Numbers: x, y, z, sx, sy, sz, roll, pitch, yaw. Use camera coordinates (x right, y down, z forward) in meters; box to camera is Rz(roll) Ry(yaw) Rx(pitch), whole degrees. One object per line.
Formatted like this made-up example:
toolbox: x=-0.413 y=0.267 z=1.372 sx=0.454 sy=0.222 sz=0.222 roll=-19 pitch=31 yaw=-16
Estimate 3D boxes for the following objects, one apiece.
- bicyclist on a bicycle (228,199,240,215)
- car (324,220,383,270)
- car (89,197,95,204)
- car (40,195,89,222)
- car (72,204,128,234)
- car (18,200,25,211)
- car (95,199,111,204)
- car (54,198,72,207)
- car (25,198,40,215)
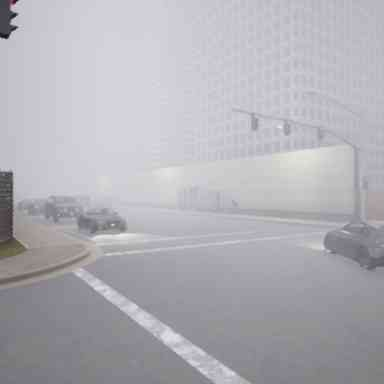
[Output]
bicyclist on a bicycle: x=4.200 y=1.517 z=33.366 sx=1.656 sy=1.620 sz=0.582 roll=0 pitch=0 yaw=-34
car: x=6.107 y=1.648 z=11.287 sx=1.994 sy=1.385 sz=4.181 roll=0 pitch=0 yaw=2
car: x=-16.483 y=1.474 z=48.993 sx=2.150 sy=2.045 sz=5.566 roll=0 pitch=-1 yaw=-32
car: x=-10.796 y=1.339 z=27.889 sx=2.150 sy=2.045 sz=5.566 roll=1 pitch=-1 yaw=-34
car: x=-5.479 y=1.644 z=20.061 sx=1.994 sy=1.385 sz=4.181 roll=1 pitch=0 yaw=-34
car: x=-21.893 y=1.760 z=44.298 sx=1.994 sy=1.385 sz=4.181 roll=1 pitch=-1 yaw=-34
car: x=-14.226 y=1.774 z=51.969 sx=2.128 sy=1.511 sz=4.902 roll=1 pitch=-1 yaw=-34
car: x=-22.309 y=1.797 z=57.457 sx=1.837 sy=1.490 sz=4.892 roll=1 pitch=-1 yaw=-34
car: x=-16.281 y=1.508 z=35.975 sx=2.097 sy=1.767 sz=4.553 roll=1 pitch=-1 yaw=-34
